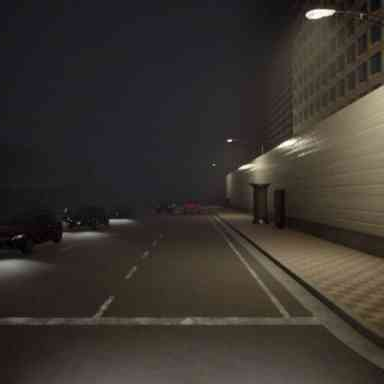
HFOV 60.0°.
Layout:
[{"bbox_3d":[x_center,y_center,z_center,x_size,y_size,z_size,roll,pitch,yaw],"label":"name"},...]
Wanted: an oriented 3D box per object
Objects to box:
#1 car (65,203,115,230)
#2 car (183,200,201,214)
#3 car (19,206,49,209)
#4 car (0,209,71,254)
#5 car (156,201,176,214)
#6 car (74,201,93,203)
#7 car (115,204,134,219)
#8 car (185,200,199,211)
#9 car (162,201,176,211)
[{"bbox_3d":[-7.082,1.730,23.204,1.837,1.490,4.892,0,-1,0],"label":"car"},{"bbox_3d":[0.005,1.770,41.852,2.097,1.767,4.553,0,-1,0],"label":"car"},{"bbox_3d":[-10.586,1.691,21.842,1.882,1.535,5.008,0,-1,0],"label":"car"},{"bbox_3d":[-7.086,1.657,14.310,1.812,1.442,4.674,0,-1,0],"label":"car"},{"bbox_3d":[-3.395,1.944,41.660,1.812,1.442,4.674,0,-1,0],"label":"car"},{"bbox_3d":[-10.551,1.668,31.623,2.097,1.767,4.553,0,-1,1],"label":"car"},{"bbox_3d":[-7.044,1.895,33.248,1.994,1.385,4.181,0,-1,0],"label":"car"},{"bbox_3d":[-0.002,2.071,51.831,2.033,1.411,5.357,0,-1,0],"label":"car"},{"bbox_3d":[-3.502,2.127,51.841,1.895,1.301,4.718,0,-1,0],"label":"car"}]
